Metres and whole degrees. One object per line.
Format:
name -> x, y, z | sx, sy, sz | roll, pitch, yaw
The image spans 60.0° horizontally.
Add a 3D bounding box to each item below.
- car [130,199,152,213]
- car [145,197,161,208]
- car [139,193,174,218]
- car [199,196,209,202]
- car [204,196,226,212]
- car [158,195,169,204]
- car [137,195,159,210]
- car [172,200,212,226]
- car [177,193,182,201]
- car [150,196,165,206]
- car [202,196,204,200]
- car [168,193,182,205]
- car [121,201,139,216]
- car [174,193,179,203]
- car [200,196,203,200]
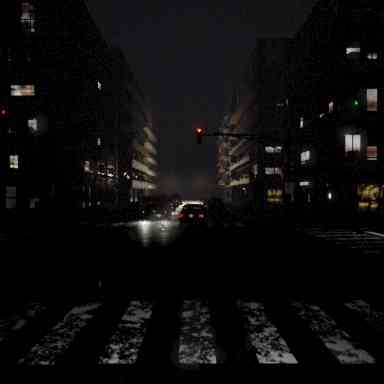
car -> -5.660, 1.534, 37.745 | 1.752, 1.417, 4.829 | 0, 0, 0
car -> -5.652, 1.540, 49.109 | 1.752, 1.417, 4.829 | 0, 0, 0
car -> -3.094, 1.228, 30.205 | 2.150, 2.045, 5.566 | 0, 0, 1
car -> 2.751, 1.586, 77.687 | 2.008, 1.369, 4.403 | 0, 0, 0
car -> 2.720, 1.449, 37.910 | 1.967, 1.590, 4.097 | 0, 0, 0
car -> -5.638, 1.466, 66.327 | 1.967, 1.590, 4.097 | 0, 0, 0
car -> -5.656, 1.326, 43.597 | 2.192, 1.841, 5.009 | 0, 0, 0
car -> 0.141, 1.553, 23.348 | 2.033, 1.411, 5.357 | 0, 0, 5
car -> -3.049, 1.367, 50.016 | 2.097, 1.767, 4.553 | 0, 0, 0
car -> -5.647, 1.458, 54.962 | 1.967, 1.590, 4.097 | 0, 0, 0
car -> 2.724, 1.452, 43.592 | 1.967, 1.590, 4.097 | 0, 0, 0
car -> -2.994, 1.243, 60.575 | 2.150, 2.045, 5.566 | 0, 0, 0
car -> -5.665, 1.573, 32.232 | 1.947, 1.339, 4.313 | 0, 0, 0
car -> -3.065, 1.362, 40.117 | 2.097, 1.767, 4.553 | 0, 0, 0
car -> 2.734, 1.600, 54.957 | 1.802, 1.307, 4.206 | 0, 0, 0
